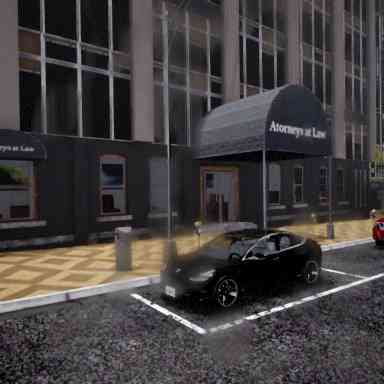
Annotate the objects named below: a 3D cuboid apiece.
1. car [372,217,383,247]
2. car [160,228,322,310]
[{"bbox_3d":[9.597,1.310,13.994,5.009,1.841,2.192,0,-1,-37],"label":"car"},{"bbox_3d":[1.316,1.564,7.797,4.313,1.339,1.947,0,-1,-37],"label":"car"}]
